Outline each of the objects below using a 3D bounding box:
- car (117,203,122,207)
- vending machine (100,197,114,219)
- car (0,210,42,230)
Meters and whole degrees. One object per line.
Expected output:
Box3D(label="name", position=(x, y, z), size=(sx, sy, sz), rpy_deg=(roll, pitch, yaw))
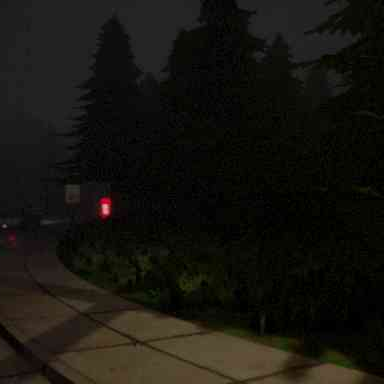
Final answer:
Box3D(label="car", position=(-9.294, 2.039, 47.962), size=(1.882, 1.535, 5.008), rpy_deg=(-1, -1, 38))
Box3D(label="vending machine", position=(-8.361, 1.589, 32.788), size=(1.100, 2.100, 0.880), rpy_deg=(0, -1, 10))
Box3D(label="car", position=(-12.218, 1.918, 23.427), size=(1.895, 1.301, 4.718), rpy_deg=(0, -1, -7))
